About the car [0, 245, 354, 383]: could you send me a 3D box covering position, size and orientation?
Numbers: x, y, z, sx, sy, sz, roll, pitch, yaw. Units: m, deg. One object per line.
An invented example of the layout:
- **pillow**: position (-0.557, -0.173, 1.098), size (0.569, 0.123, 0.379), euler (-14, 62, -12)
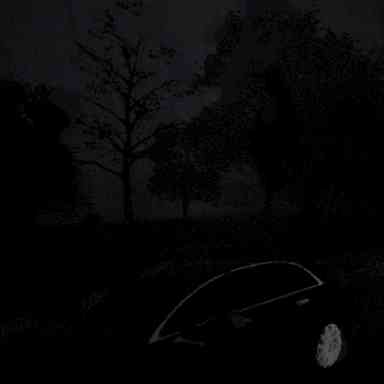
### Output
- **car**: position (0.035, 1.495, 4.014), size (4.892, 1.490, 1.837), euler (0, 0, -35)
